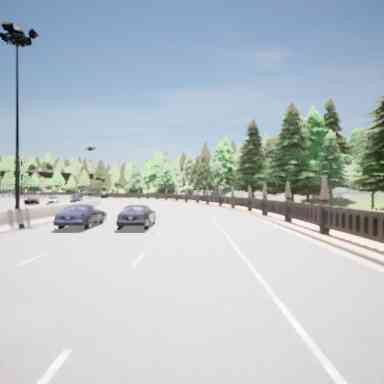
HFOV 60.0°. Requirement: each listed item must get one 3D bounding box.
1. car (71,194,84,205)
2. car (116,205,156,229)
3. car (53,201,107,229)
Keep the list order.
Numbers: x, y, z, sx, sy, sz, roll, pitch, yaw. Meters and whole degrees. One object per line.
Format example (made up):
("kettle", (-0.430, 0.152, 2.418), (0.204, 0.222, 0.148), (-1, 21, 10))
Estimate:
("car", (-19.756, 1.191, 57.398), (2.097, 1.767, 4.553), (0, 0, -19))
("car", (-3.407, 1.488, 20.876), (2.033, 1.411, 5.357), (0, 0, 0))
("car", (-6.908, 1.488, 20.972), (2.033, 1.411, 5.357), (0, 0, 0))
